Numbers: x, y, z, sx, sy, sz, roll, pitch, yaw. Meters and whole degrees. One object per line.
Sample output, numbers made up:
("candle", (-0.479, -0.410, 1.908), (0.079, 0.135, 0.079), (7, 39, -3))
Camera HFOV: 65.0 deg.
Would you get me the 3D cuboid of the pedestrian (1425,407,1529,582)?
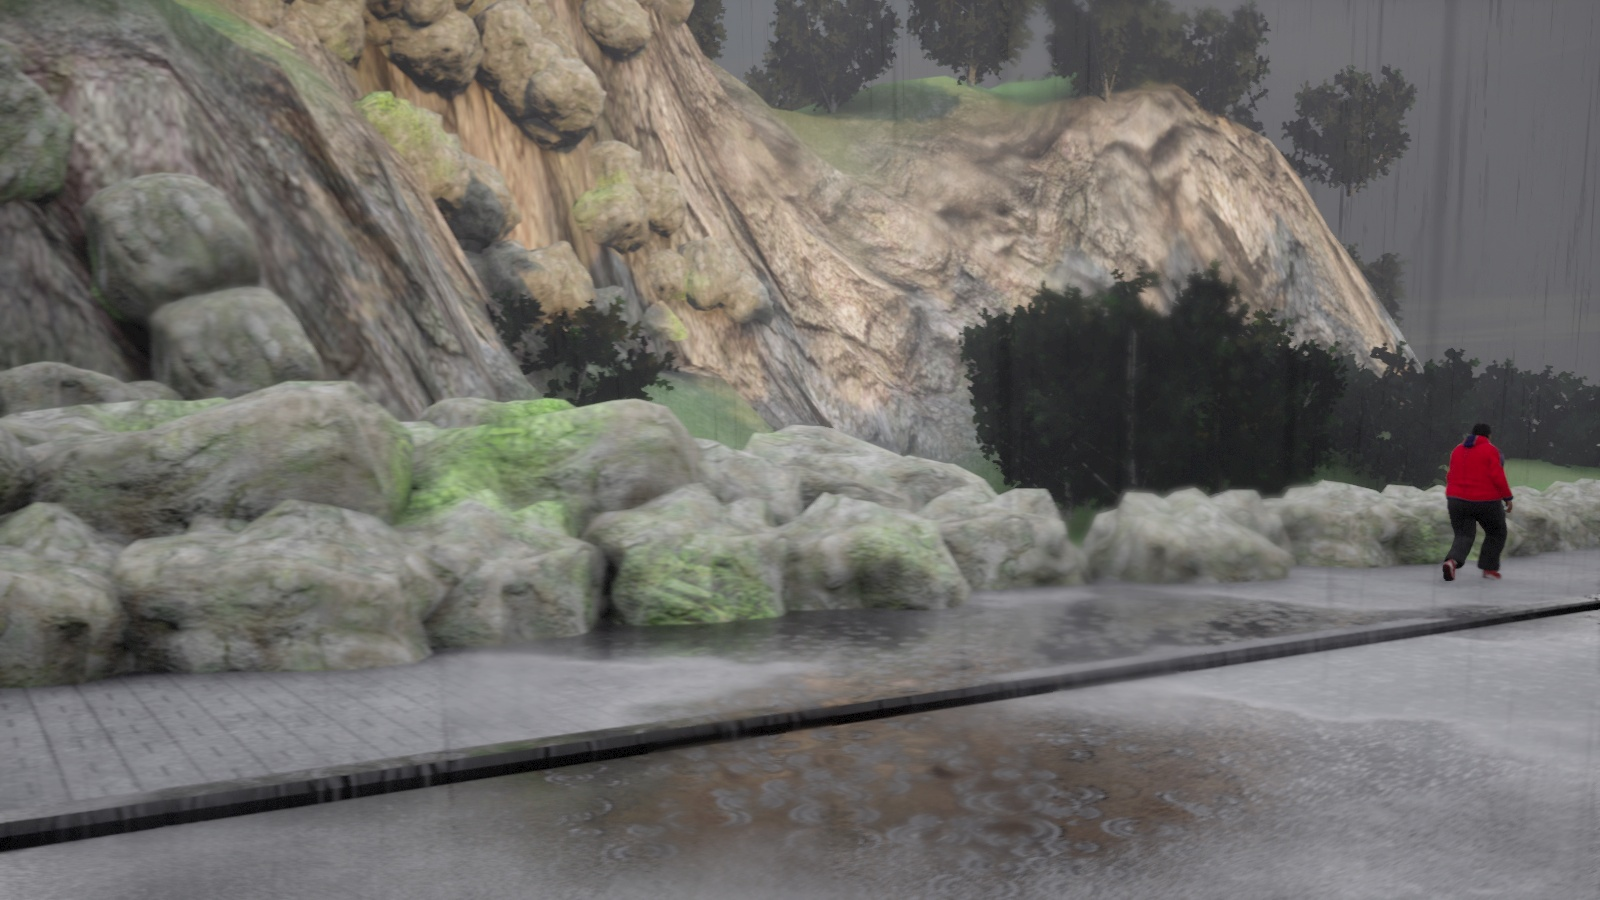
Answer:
("pedestrian", (7.401, 0.473, 13.727), (0.899, 1.844, 0.634), (0, 0, -32))
